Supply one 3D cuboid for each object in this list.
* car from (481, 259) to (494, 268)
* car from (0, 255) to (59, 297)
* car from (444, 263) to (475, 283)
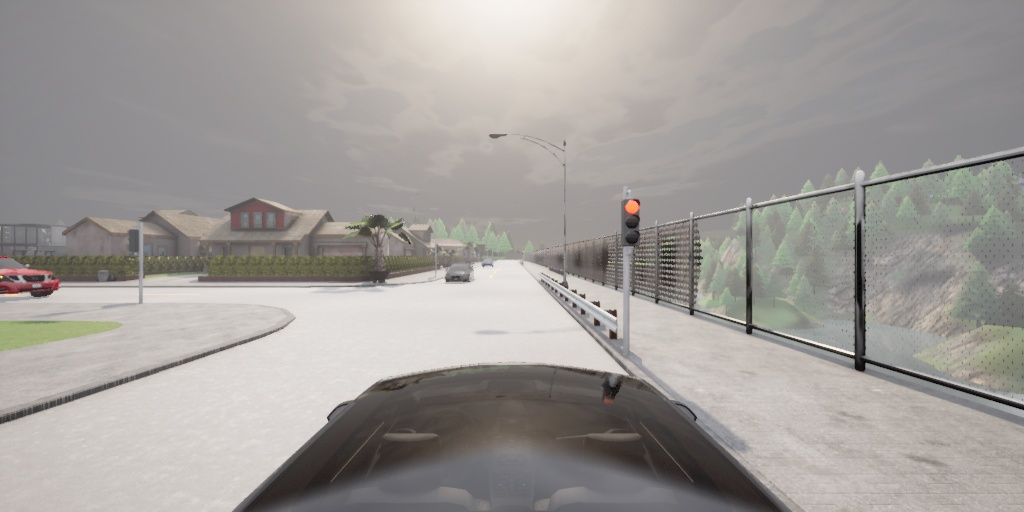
[{"bbox_3d":[-4.014,1.160,59.872,1.882,1.535,5.008,0,0,0],"label":"car"},{"bbox_3d":[-24.520,0.962,16.439,5.566,2.045,2.150,1,0,0],"label":"car"},{"bbox_3d":[-4.006,1.321,27.951,1.837,1.490,4.892,0,1,0],"label":"car"}]
